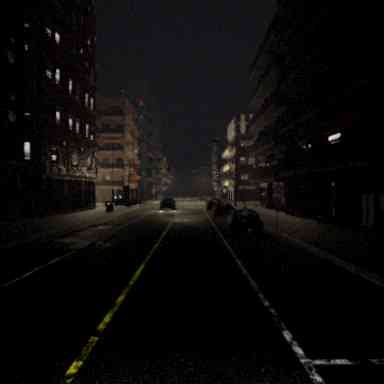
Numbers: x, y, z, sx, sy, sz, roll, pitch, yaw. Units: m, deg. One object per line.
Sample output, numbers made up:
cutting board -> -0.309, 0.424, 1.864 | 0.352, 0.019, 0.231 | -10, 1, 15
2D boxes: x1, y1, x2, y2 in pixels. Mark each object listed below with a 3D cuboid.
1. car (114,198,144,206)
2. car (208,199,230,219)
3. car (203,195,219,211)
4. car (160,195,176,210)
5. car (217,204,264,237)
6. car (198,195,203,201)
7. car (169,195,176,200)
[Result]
car -> -10.609, 1.699, 56.152 | 4.892, 1.490, 1.837 | 1, 1, 0
car -> 2.682, 1.553, 29.105 | 1.887, 1.381, 4.507 | -1, 0, 0
car -> 2.681, 1.454, 40.474 | 1.967, 1.590, 4.097 | -1, 0, 0
car -> -3.028, 1.492, 42.600 | 1.882, 1.535, 5.008 | 0, 0, 1
car -> 2.681, 1.555, 17.735 | 2.008, 1.369, 4.403 | -1, 0, 0
car -> 2.684, 1.491, 89.760 | 1.967, 1.590, 4.097 | -1, 0, 0
car -> -5.662, 1.581, 95.298 | 1.752, 1.417, 4.829 | -1, 0, 0
